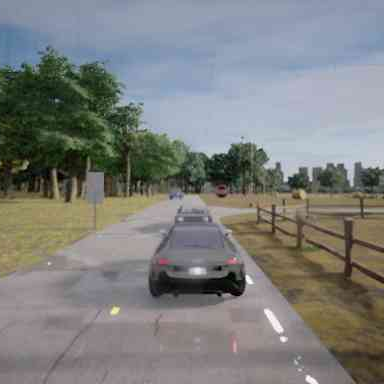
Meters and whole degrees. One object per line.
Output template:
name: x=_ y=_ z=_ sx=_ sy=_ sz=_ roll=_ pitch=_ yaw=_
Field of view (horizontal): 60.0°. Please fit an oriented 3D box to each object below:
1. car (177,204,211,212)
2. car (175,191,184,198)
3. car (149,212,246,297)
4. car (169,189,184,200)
car: x=0.103 y=1.308 z=18.302 sx=1.895 sy=1.301 sz=4.718 roll=0 pitch=1 yaw=1
car: x=-2.870 y=0.582 z=76.469 sx=2.033 sy=1.411 sz=5.357 roll=0 pitch=0 yaw=0
car: x=0.091 y=1.426 z=8.254 sx=1.994 sy=1.385 sz=4.181 roll=0 pitch=1 yaw=0
car: x=-2.887 y=0.401 z=60.551 sx=2.150 sy=2.045 sz=5.566 roll=0 pitch=1 yaw=0
